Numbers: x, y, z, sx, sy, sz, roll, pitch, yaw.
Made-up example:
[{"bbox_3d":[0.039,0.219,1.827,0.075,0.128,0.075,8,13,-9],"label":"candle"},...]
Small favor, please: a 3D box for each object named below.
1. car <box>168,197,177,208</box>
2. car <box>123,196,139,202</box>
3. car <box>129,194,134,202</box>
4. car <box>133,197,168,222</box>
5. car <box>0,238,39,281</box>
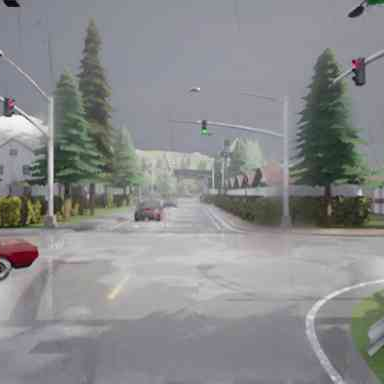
[{"bbox_3d":[-3.471,1.678,53.856,2.097,1.767,4.553,0,0,0],"label":"car"},{"bbox_3d":[-16.140,1.865,87.801,3.806,1.475,1.970,0,0,0],"label":"car"},{"bbox_3d":[-16.733,1.562,84.475,3.866,1.878,1.905,0,0,0],"label":"car"},{"bbox_3d":[-3.485,1.513,27.755,2.097,1.767,4.553,0,0,0],"label":"car"},{"bbox_3d":[-6.556,1.637,8.294,4.718,1.301,1.895,0,0,-39],"label":"car"}]
